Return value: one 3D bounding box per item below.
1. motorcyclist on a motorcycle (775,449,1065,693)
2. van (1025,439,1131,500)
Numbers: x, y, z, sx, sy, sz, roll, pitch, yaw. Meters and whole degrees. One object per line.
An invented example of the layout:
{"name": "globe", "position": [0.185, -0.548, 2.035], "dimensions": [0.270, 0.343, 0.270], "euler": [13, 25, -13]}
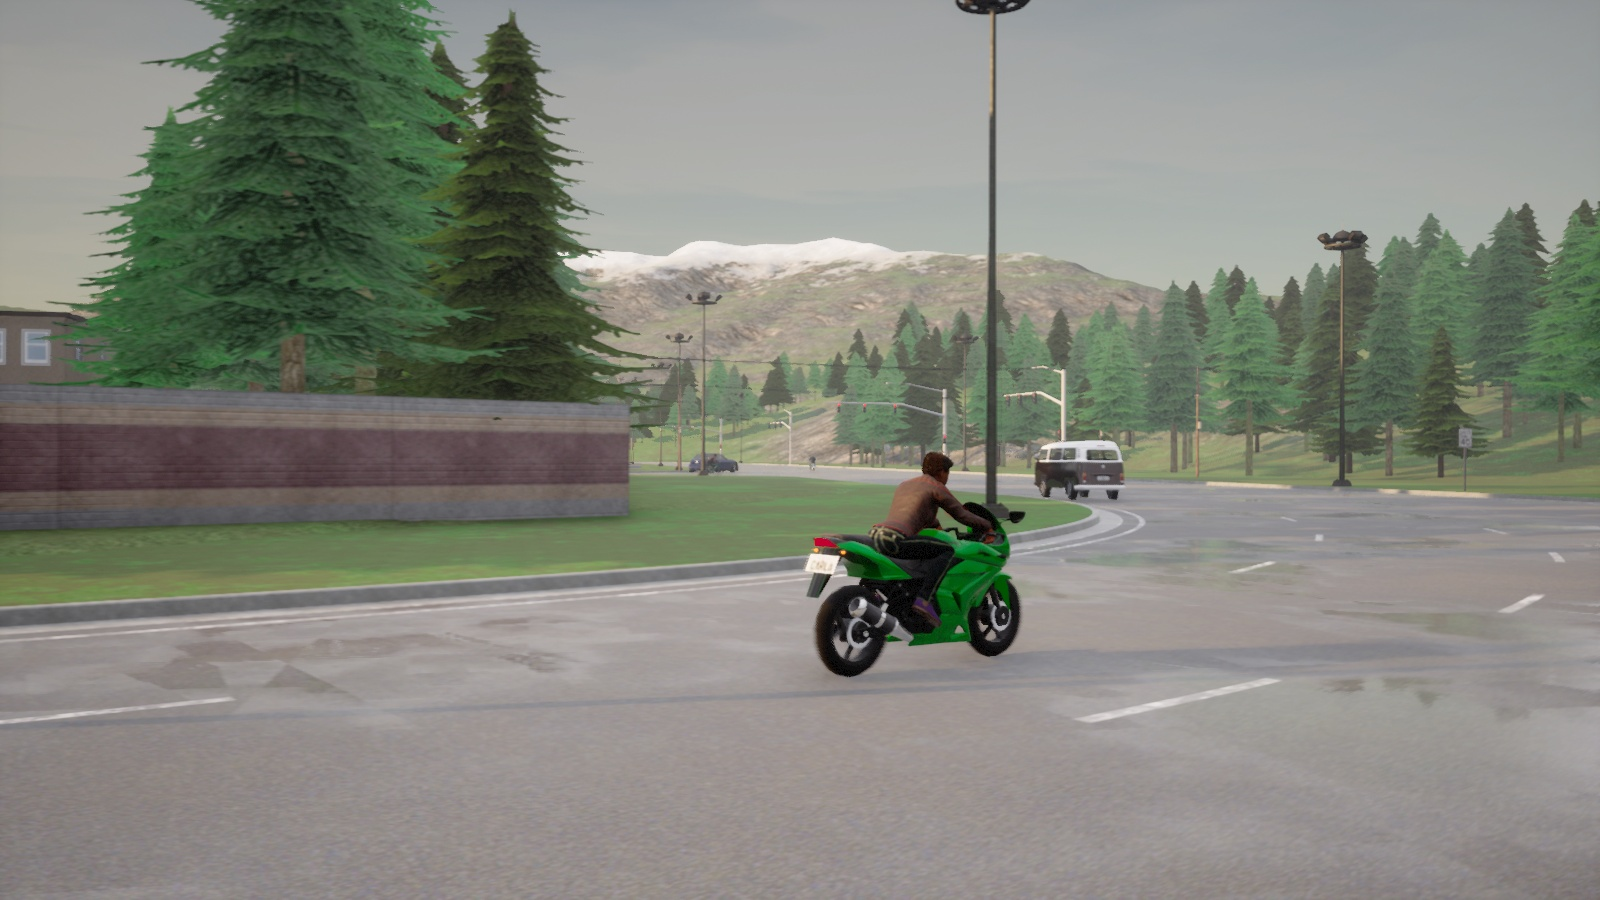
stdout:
{"name": "motorcyclist on a motorcycle", "position": [0.882, 0.767, 8.806], "dimensions": [2.044, 1.523, 0.797], "euler": [0, -1, -39]}
{"name": "van", "position": [9.775, 0.672, 44.576], "dimensions": [2.069, 2.038, 4.480], "euler": [0, 0, -11]}
